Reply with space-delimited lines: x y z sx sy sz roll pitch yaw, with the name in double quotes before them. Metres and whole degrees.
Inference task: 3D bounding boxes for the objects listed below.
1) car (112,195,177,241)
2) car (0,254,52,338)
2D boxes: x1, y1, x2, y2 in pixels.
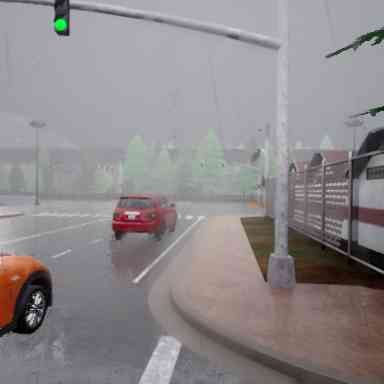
"car" -2.177 1.146 16.652 2.150 2.045 5.566 1 0 7
"car" -3.622 1.260 3.945 2.097 1.767 4.553 1 1 6
